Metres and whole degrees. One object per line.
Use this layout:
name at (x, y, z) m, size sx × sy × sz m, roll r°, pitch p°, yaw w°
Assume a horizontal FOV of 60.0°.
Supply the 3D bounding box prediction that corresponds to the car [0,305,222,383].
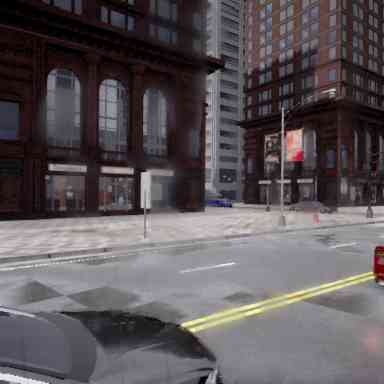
car at (-1.952, 1.492, 2.053) m, size 4.902 × 1.511 × 2.128 m, roll 0°, pitch 0°, yaw -35°

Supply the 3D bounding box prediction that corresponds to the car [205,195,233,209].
car at (3.813, 1.473, 50.669) m, size 2.150 × 2.045 × 5.566 m, roll 1°, pitch -1°, yaw -35°

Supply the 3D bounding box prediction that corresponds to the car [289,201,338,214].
car at (13.421, 1.724, 37.136) m, size 2.033 × 1.411 × 5.357 m, roll 1°, pitch -1°, yaw -35°

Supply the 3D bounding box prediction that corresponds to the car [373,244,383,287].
car at (6.285, 1.489, 7.913) m, size 5.008 × 1.535 × 1.882 m, roll 0°, pitch 0°, yaw -35°
